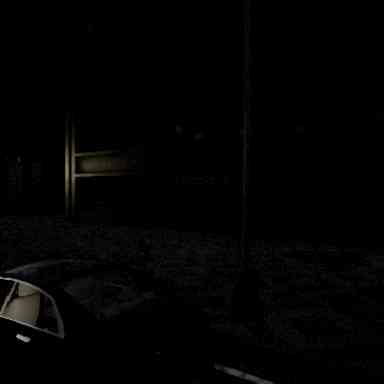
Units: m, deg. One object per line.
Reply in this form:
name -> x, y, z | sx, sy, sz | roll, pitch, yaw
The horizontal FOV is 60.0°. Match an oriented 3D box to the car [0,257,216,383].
car -> -1.821, 1.528, 4.181 | 4.403, 1.369, 2.008 | 0, 0, 34
